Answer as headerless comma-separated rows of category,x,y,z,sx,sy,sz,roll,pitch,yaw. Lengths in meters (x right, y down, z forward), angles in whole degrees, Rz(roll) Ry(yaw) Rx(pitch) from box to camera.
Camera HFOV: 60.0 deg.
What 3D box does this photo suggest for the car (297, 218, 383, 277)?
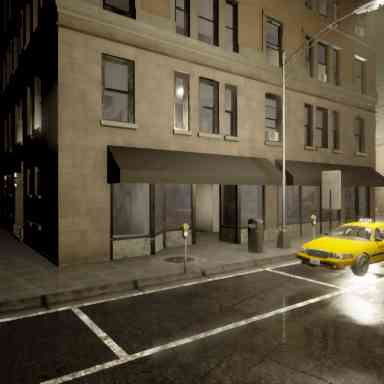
car,5.234,1.526,10.255,4.829,1.417,1.752,0,0,-35
